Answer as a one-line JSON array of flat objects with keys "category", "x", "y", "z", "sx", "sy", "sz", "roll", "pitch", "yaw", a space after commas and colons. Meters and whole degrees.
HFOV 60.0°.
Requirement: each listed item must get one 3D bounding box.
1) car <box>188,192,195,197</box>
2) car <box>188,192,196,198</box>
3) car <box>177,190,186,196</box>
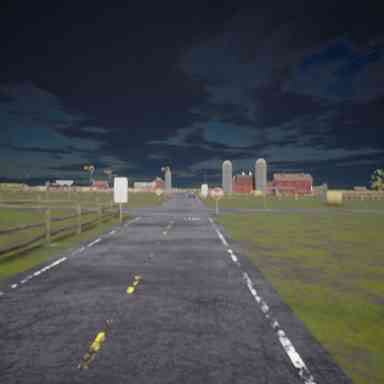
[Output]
[{"category": "car", "x": -0.016, "y": 0.691, "z": 92.570, "sx": 1.895, "sy": 1.301, "sz": 4.718, "roll": 0, "pitch": 0, "yaw": 0}, {"category": "car", "x": -0.014, "y": 0.817, "z": 82.502, "sx": 1.812, "sy": 1.442, "sz": 4.674, "roll": 0, "pitch": 0, "yaw": 0}, {"category": "car", "x": -2.766, "y": 0.371, "z": 87.536, "sx": 1.837, "sy": 1.490, "sz": 4.892, "roll": 0, "pitch": 0, "yaw": 0}]
